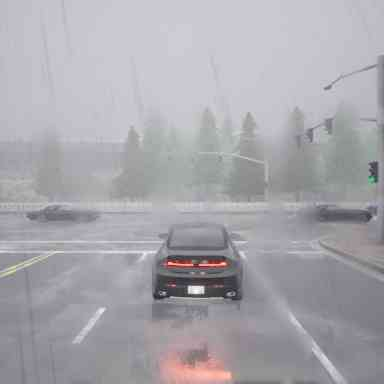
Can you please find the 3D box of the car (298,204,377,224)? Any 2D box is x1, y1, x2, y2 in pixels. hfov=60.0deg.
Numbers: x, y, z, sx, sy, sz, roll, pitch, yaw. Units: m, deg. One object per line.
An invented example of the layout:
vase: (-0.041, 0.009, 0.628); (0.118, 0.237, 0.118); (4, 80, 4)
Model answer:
car: (10.140, 1.545, 23.629); (4.718, 1.301, 1.895); (0, 0, 0)

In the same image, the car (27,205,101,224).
car: (-9.006, 1.572, 23.752); (4.718, 1.301, 1.895); (0, 0, 0)

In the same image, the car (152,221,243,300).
car: (0.171, 1.505, 8.374); (1.837, 1.490, 4.892); (0, 0, 2)
